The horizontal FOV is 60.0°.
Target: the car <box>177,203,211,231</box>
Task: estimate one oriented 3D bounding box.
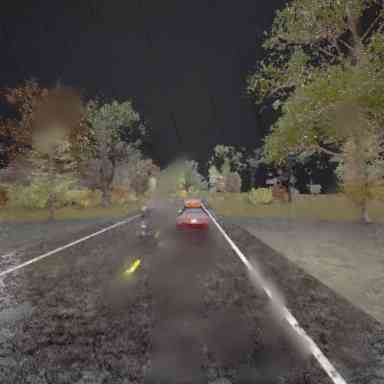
[{"bbox_3d":[0.109,1.594,20.790,1.994,1.385,4.181,0,0,0],"label":"car"}]

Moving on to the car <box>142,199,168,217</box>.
[{"bbox_3d":[-3.488,1.439,31.711,2.097,1.767,4.553,0,0,0],"label":"car"}]

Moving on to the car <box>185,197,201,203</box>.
[{"bbox_3d":[0.115,1.415,44.274,2.097,1.767,4.553,0,0,0],"label":"car"}]
